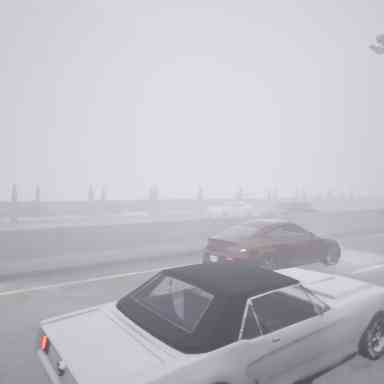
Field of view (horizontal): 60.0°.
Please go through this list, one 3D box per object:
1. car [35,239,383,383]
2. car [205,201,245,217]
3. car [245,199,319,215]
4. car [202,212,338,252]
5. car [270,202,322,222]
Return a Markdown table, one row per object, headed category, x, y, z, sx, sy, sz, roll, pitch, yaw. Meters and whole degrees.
| category | x | y | z | sx | sy | sz | roll | pitch | yaw |
| --- | --- | --- | --- | --- | --- | --- | --- | --- | --- |
| car | 0.718 | 1.601 | 4.260 | 4.718 | 1.301 | 1.895 | 0 | 0 | -36 |
| car | 3.231 | 1.525 | 27.798 | 4.674 | 1.442 | 1.812 | 0 | 0 | -35 |
| car | 5.942 | 1.352 | 21.133 | 4.553 | 1.767 | 2.097 | 0 | 0 | -35 |
| car | 2.429 | 1.526 | 9.782 | 4.674 | 1.442 | 1.812 | 0 | 0 | -36 |
| car | 8.552 | 1.564 | 27.294 | 4.181 | 1.385 | 1.994 | 0 | 0 | -35 |
